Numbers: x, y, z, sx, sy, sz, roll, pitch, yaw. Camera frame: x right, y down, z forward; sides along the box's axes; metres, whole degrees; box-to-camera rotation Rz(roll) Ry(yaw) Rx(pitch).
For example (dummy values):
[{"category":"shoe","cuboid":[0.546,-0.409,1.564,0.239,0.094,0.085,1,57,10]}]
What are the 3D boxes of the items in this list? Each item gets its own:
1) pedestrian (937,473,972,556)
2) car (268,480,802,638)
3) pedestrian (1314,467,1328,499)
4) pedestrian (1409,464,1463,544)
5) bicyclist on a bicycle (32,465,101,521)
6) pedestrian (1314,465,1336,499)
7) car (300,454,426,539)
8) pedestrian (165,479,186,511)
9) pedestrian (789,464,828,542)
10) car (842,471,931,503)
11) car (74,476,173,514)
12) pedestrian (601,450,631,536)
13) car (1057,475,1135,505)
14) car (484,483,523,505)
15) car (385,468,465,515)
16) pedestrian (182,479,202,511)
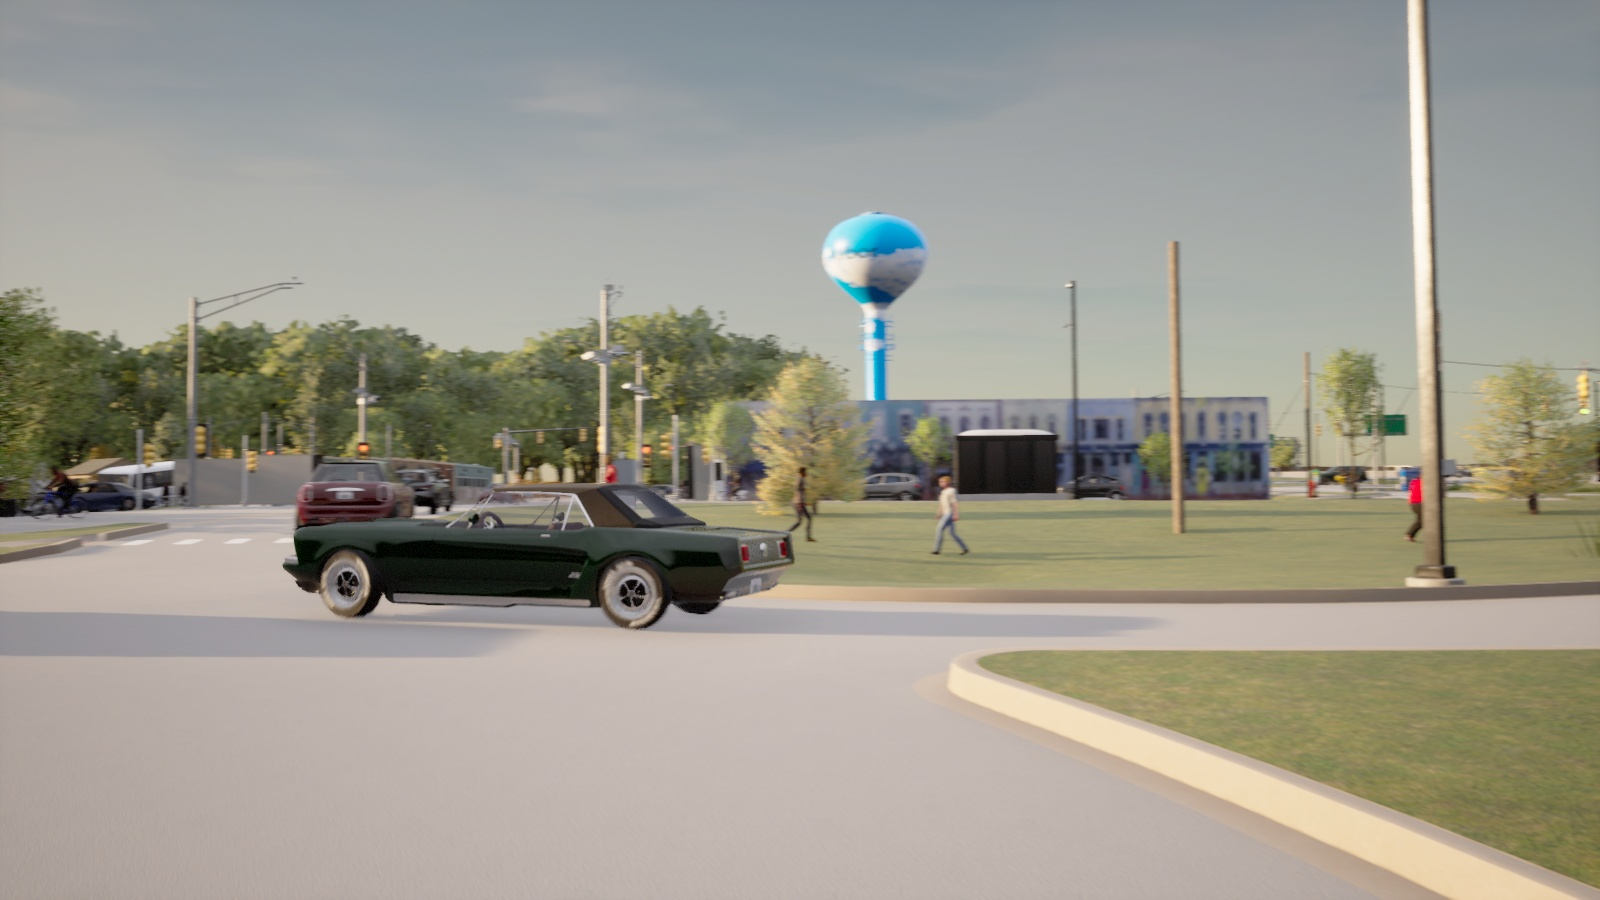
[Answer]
[{"category":"pedestrian","cuboid":[3.452,1.429,28.073,0.706,1.836,0.354,0,-2,-6]},{"category":"car","cuboid":[-2.520,0.978,12.223,4.718,1.301,1.895,0,-2,16]},{"category":"pedestrian","cuboid":[29.799,1.873,71.778,0.614,1.847,0.353,0,-2,1]},{"category":"pedestrian","cuboid":[14.938,1.272,29.499,0.899,1.844,0.634,0,-2,-3]},{"category":"bicyclist on a bicycle","cuboid":[-21.813,1.262,37.369,0.582,1.620,1.656,-1,-1,35]},{"category":"pedestrian","cuboid":[30.361,1.852,72.617,0.873,1.952,0.659,1,-3,-22]},{"category":"car","cuboid":[-9.846,1.007,28.632,2.097,1.767,4.553,0,-1,-11]},{"category":"pedestrian","cuboid":[-36.316,2.631,73.008,0.899,1.844,0.634,0,-2,-1]},{"category":"pedestrian","cuboid":[0.192,1.223,29.021,0.869,1.805,0.328,0,-2,-6]},{"category":"car","cuboid":[4.557,1.988,66.582,4.611,1.667,2.242,0,-2,2]},{"category":"car","cuboid":[-34.401,2.306,63.944,3.988,1.617,1.851,-4,-3,1]},{"category":"pedestrian","cuboid":[-3.986,0.928,27.157,0.636,1.846,0.331,0,-3,-10]},{"category":"car","cuboid":[15.587,2.133,66.291,3.705,1.549,1.789,0,-2,1]},{"category":"car","cuboid":[-20.784,3.070,88.191,1.845,1.501,3.633,0,-2,1]},{"category":"car","cuboid":[-12.493,1.362,42.114,1.816,1.474,4.193,0,-1,-6]},{"category":"pedestrian","cuboid":[-35.863,2.644,74.086,0.849,1.883,0.563,0,-2,2]}]
